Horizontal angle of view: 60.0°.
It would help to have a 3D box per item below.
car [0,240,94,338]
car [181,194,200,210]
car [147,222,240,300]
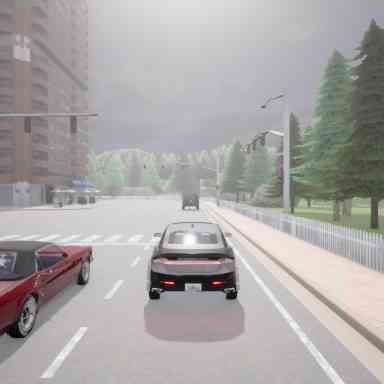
[{"bbox_3d":[-3.451,1.601,6.529,1.895,1.301,4.718,0,0,0],"label":"car"},{"bbox_3d":[-0.186,1.221,43.667,2.150,2.045,5.566,0,0,-1],"label":"car"},{"bbox_3d":[0.022,1.492,8.378,2.128,1.511,4.902,0,0,0],"label":"car"}]
